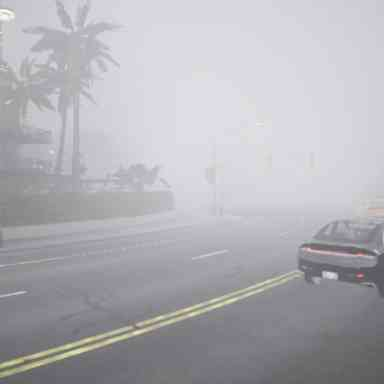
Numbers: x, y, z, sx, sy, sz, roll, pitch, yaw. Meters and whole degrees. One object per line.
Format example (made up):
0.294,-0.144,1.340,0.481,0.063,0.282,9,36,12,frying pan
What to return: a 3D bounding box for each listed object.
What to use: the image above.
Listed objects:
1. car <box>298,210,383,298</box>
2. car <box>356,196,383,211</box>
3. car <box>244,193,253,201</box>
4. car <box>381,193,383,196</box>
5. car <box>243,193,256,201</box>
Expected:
4.415,1.443,8.465,2.128,1.511,4.902,0,0,43,car
13.672,1.322,24.995,1.882,1.535,5.008,0,0,18,car
13.866,1.162,81.898,2.185,1.767,4.553,-1,0,10,car
18.592,1.011,30.710,2.150,2.045,5.566,-1,0,12,car
12.902,1.302,75.544,2.097,1.535,5.008,-1,0,10,car
